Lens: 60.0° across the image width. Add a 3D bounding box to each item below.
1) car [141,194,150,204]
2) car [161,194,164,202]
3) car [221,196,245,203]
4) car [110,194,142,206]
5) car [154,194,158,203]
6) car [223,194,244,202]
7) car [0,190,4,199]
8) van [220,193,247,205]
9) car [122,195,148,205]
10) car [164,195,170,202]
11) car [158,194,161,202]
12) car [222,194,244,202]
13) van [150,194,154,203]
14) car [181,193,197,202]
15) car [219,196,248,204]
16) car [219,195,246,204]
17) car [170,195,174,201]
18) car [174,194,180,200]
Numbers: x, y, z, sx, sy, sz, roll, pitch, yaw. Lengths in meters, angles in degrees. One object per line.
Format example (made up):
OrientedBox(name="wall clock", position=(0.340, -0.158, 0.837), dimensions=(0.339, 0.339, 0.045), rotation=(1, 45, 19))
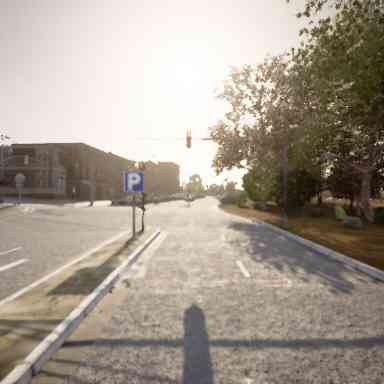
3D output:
OrientedBox(name="car", position=(-10.822, 1.557, 59.698), dimensions=(5.366, 1.575, 1.946), rotation=(-1, -1, -15))
OrientedBox(name="car", position=(-9.296, 1.663, 74.659), dimensions=(4.674, 1.452, 2.002), rotation=(-1, -1, -13))
OrientedBox(name="car", position=(8.691, 1.589, 71.110), dimensions=(4.674, 1.452, 2.002), rotation=(1, 0, -13))
OrientedBox(name="car", position=(-11.466, 1.588, 56.706), dimensions=(4.792, 1.488, 2.163), rotation=(-1, 0, -15))
OrientedBox(name="car", position=(-10.039, 1.601, 68.662), dimensions=(4.892, 1.521, 2.231), rotation=(-1, -1, -14))
OrientedBox(name="car", position=(10.327, 1.462, 82.847), dimensions=(4.553, 1.767, 2.185), rotation=(1, 0, -11))
OrientedBox(name="car", position=(-28.183, 0.329, 47.573), dimensions=(2.002, 1.452, 4.674), rotation=(6, -3, -19))
OrientedBox(name="van", position=(7.261, 1.283, 59.308), dimensions=(4.442, 1.987, 1.878), rotation=(1, 0, -14))
OrientedBox(name="car", position=(-10.730, 1.450, 62.651), dimensions=(4.553, 1.767, 2.185), rotation=(-1, -1, -14))
OrientedBox(name="car", position=(-8.483, 1.686, 80.641), dimensions=(4.674, 1.452, 2.002), rotation=(-1, 0, -12))
OrientedBox(name="car", position=(-9.667, 1.651, 71.657), dimensions=(4.674, 1.452, 2.002), rotation=(-1, 0, -13))
OrientedBox(name="car", position=(9.429, 1.442, 76.978), dimensions=(4.553, 1.767, 2.185), rotation=(1, 0, -12))
OrientedBox(name="van", position=(-10.265, 1.360, 65.692), dimensions=(4.442, 1.987, 1.878), rotation=(-1, -1, -14))
OrientedBox(name="car", position=(-0.702, 1.628, 80.208), dimensions=(1.837, 1.490, 4.892), rotation=(0, 0, 8))
OrientedBox(name="car", position=(8.178, 1.529, 65.271), dimensions=(5.366, 1.575, 1.946), rotation=(1, 0, -13))
OrientedBox(name="car", position=(7.643, 1.394, 62.278), dimensions=(4.553, 1.767, 2.185), rotation=(1, 0, -14))
OrientedBox(name="car", position=(-8.034, 1.406, 83.649), dimensions=(5.566, 2.045, 2.435), rotation=(-1, -1, -12))
OrientedBox(name="car", position=(-6.650, 1.692, 92.587), dimensions=(5.008, 1.535, 2.097), rotation=(-1, 0, -11))
